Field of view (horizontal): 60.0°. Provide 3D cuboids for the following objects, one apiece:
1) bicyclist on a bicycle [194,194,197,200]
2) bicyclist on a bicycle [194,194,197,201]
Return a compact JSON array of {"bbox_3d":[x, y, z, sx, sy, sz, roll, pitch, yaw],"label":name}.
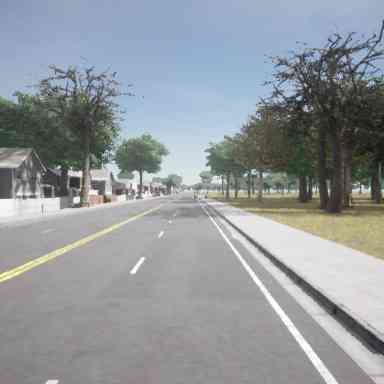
[{"bbox_3d":[0.908,1.460,79.964,0.582,1.620,1.656,1,0,0],"label":"bicyclist on a bicycle"},{"bbox_3d":[0.906,1.471,88.965,0.582,1.620,1.656,1,0,0],"label":"bicyclist on a bicycle"}]
